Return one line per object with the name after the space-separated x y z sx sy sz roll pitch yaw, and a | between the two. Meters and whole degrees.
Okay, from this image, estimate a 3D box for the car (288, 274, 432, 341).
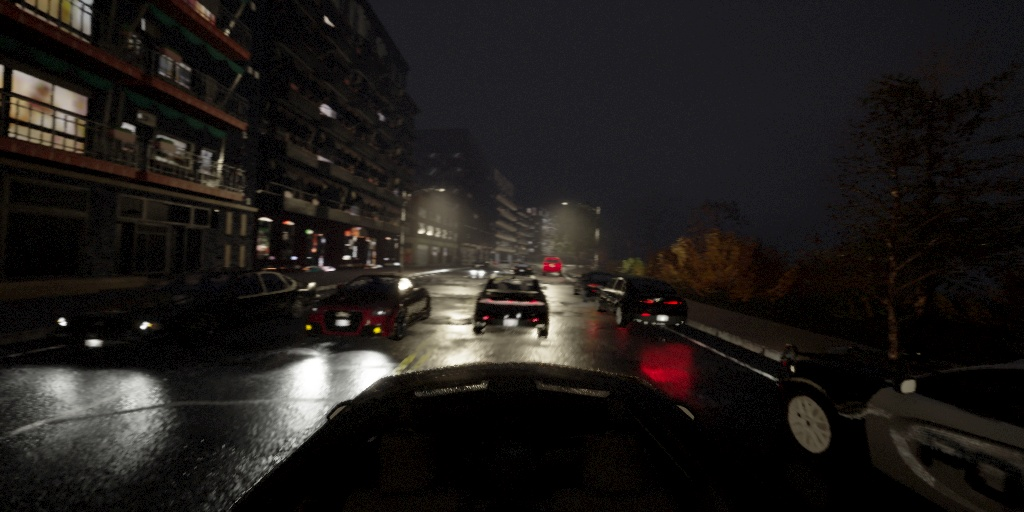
-3.426 1.180 9.310 1.994 1.385 4.181 2 0 1 | car

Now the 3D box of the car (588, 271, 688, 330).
4.133 1.447 12.153 1.837 1.490 4.892 2 0 1 | car

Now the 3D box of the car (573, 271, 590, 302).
4.254 1.483 18.069 1.812 1.442 4.674 2 0 2 | car

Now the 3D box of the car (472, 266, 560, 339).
0.007 1.255 10.298 2.128 1.511 4.902 2 0 1 | car

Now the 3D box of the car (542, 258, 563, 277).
4.693 1.258 41.818 2.150 2.045 5.566 2 0 5 | car

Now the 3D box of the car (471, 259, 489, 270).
-4.398 1.179 50.448 2.128 1.511 4.902 2 0 6 | car

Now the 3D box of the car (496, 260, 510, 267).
-1.127 1.352 50.639 1.812 1.442 4.674 2 0 6 | car

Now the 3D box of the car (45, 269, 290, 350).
-6.700 1.023 8.431 2.033 1.411 5.357 2 0 0 | car

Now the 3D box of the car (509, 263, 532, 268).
1.152 1.438 37.809 1.994 1.385 4.181 2 0 4 | car

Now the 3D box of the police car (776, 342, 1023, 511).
4.079 1.350 2.319 1.930 1.638 5.238 2 0 0 | police car
